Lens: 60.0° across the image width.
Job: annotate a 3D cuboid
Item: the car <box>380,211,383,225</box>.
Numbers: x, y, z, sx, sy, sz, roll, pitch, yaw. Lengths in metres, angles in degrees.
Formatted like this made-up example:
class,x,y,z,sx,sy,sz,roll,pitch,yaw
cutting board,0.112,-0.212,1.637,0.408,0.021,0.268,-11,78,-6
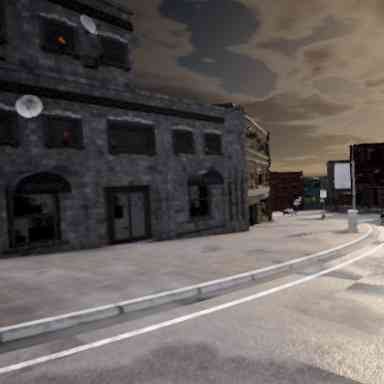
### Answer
class,x,y,z,sx,sy,sz,roll,pitch,yaw
car,17.906,2.198,29.218,2.128,1.511,4.902,-2,-3,19

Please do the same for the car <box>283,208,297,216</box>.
class,x,y,z,sx,sy,sz,roll,pitch,yaw
car,20.310,4.160,69.368,1.812,1.442,4.674,-3,-3,-3
